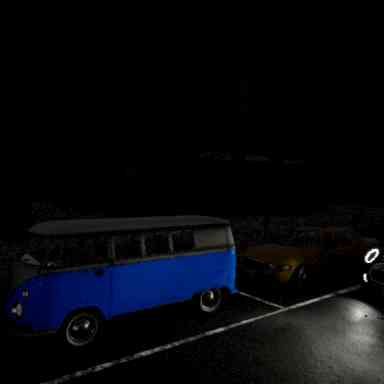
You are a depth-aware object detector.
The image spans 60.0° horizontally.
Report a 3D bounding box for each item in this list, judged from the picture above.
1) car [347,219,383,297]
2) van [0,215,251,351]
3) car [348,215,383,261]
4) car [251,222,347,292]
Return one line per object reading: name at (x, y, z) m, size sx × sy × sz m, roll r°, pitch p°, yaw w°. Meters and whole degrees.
car at (5.792, 1.352, 7.483) m, size 4.553 × 1.767 × 2.097 m, roll 0°, pitch 0°, yaw -35°
van at (-1.042, 1.341, 5.903) m, size 3.998 × 1.788 × 1.690 m, roll 0°, pitch 0°, yaw -35°
car at (7.825, 1.567, 12.200) m, size 4.313 × 1.339 × 1.947 m, roll 0°, pitch 0°, yaw -35°
car at (3.253, 1.526, 8.953) m, size 4.829 × 1.417 × 1.752 m, roll 0°, pitch 0°, yaw -35°
